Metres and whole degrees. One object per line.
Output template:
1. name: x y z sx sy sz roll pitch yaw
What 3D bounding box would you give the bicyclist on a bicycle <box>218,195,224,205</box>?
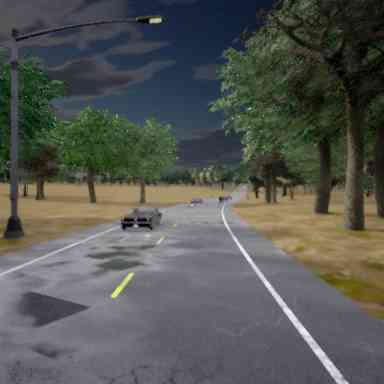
1. bicyclist on a bicycle: 4.914 1.460 58.476 0.659 1.776 1.843 0 0 8

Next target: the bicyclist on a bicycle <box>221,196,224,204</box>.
1. bicyclist on a bicycle: 6.151 1.555 67.096 0.582 1.620 1.656 0 0 9

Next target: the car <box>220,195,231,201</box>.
1. car: 8.030 1.568 84.081 2.128 1.511 4.902 0 0 10

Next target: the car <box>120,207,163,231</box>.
1. car: -3.060 1.597 20.821 1.895 1.301 4.718 0 0 3

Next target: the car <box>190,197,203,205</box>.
1. car: 0.865 1.637 61.975 1.994 1.385 4.181 0 0 8
